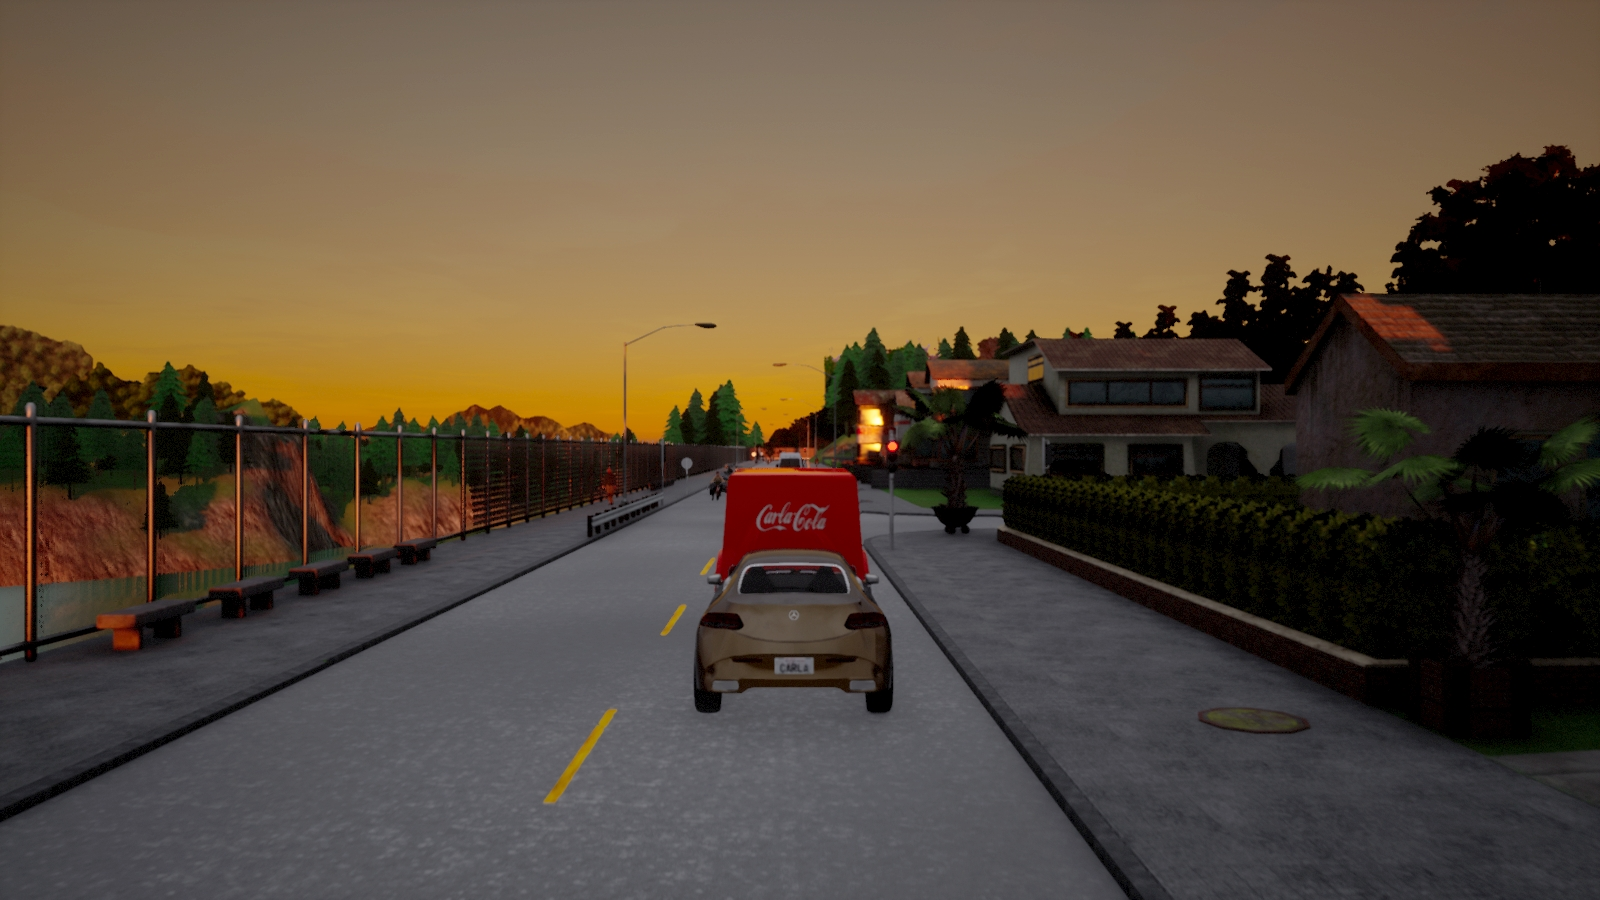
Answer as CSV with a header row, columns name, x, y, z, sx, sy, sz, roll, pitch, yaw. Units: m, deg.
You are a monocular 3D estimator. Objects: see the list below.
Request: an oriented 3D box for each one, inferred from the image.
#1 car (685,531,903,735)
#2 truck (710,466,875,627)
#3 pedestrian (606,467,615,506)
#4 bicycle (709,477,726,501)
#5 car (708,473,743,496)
name,x,y,z,sx,sy,sz,roll,pitch,yaw
car,-0.081,1.986,13.788,2.152,1.651,5.027,0,0,-1
truck,-0.141,1.560,20.708,2.627,2.467,5.204,0,0,-1
pedestrian,-9.063,1.722,54.574,0.375,1.860,0.375,0,0,0
bicycle,-4.515,2.132,62.791,0.859,1.276,1.487,0,0,-1
car,-4.595,2.126,70.976,1.895,1.301,4.718,0,0,-1
